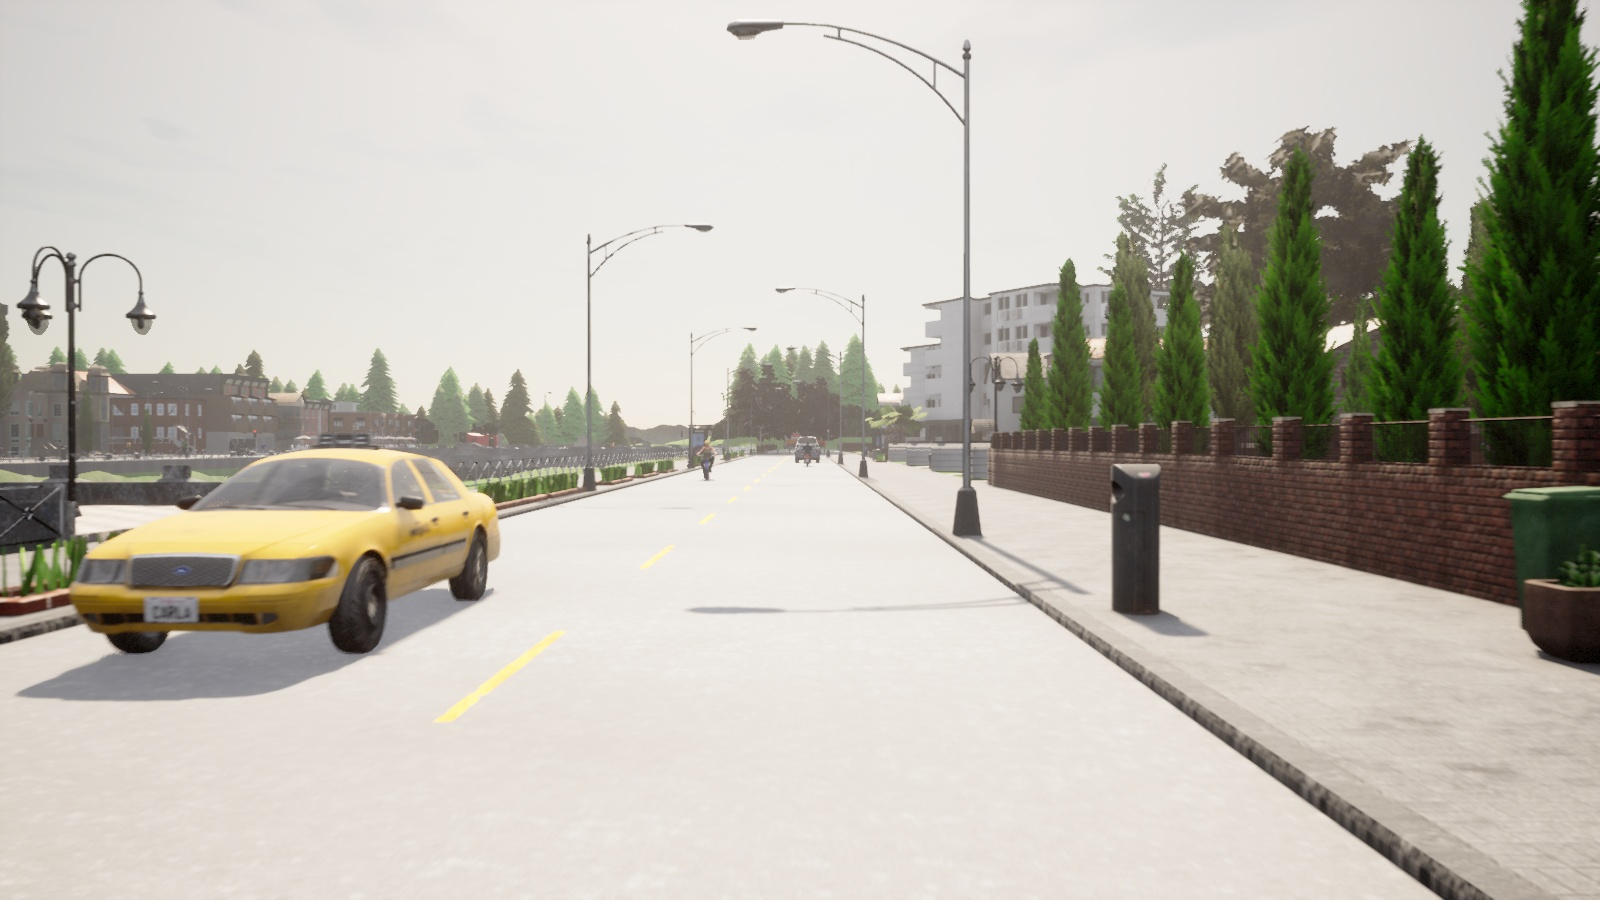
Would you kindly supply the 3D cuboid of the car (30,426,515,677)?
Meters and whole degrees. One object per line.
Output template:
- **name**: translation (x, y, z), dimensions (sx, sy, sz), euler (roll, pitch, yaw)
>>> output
- **car**: translation (-3.924, 0.623, 10.570), dimensions (1.801, 1.575, 5.366), euler (0, 0, 0)

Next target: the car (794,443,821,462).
- **car**: translation (0.566, 0.173, 95.622), dimensions (1.970, 1.475, 3.806), euler (0, 0, 0)
